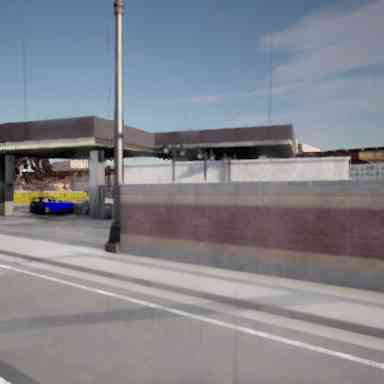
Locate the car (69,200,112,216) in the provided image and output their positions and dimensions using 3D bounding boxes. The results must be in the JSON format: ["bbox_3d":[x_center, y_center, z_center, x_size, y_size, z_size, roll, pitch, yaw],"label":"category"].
[{"bbox_3d":[-9.289,1.472,31.907,1.970,1.475,3.806,0,0,37],"label":"car"}]

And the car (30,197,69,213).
[{"bbox_3d":[-14.364,1.315,34.704,2.242,1.667,4.611,0,0,37],"label":"car"}]
